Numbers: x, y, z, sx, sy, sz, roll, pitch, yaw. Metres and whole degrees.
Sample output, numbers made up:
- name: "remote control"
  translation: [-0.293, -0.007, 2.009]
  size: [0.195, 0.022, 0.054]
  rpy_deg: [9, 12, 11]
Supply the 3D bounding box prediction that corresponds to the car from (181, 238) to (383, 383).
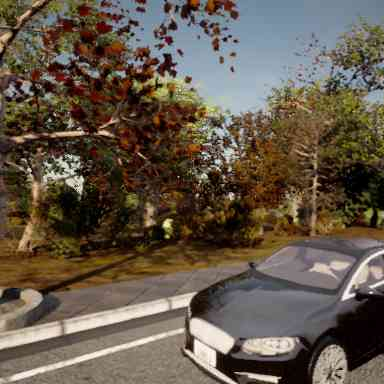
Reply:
- name: "car"
  translation: [2.133, 1.519, 5.087]
  size: [4.902, 1.511, 2.128]
  rpy_deg: [0, 0, -36]
